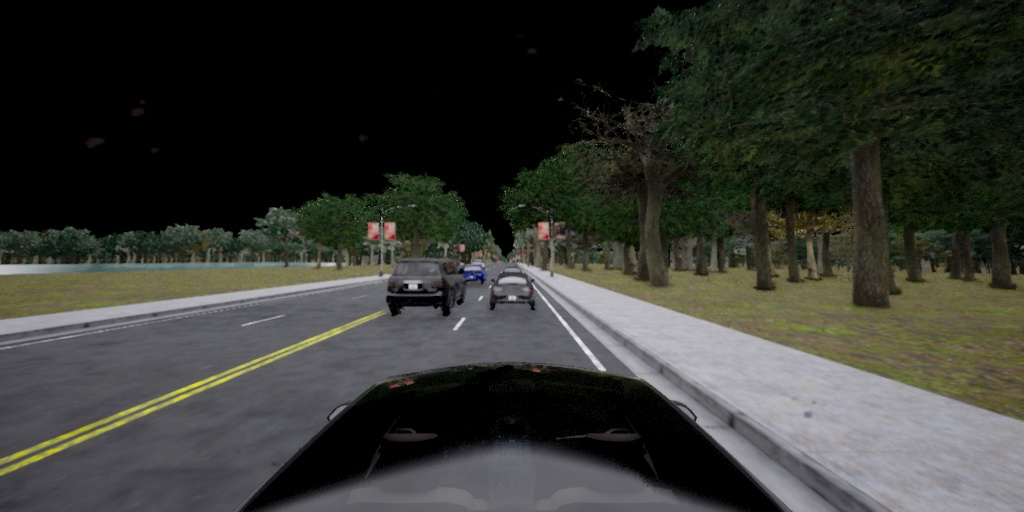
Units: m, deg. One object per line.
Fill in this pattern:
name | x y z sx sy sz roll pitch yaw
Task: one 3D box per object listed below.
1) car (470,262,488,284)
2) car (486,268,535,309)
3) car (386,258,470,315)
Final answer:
car | -3.204 1.542 31.095 1.882 1.535 5.008 0 0 1
car | 0.034 1.426 15.749 1.812 1.442 4.674 0 0 1
car | -3.230 1.112 14.437 2.150 2.045 5.566 0 0 0
